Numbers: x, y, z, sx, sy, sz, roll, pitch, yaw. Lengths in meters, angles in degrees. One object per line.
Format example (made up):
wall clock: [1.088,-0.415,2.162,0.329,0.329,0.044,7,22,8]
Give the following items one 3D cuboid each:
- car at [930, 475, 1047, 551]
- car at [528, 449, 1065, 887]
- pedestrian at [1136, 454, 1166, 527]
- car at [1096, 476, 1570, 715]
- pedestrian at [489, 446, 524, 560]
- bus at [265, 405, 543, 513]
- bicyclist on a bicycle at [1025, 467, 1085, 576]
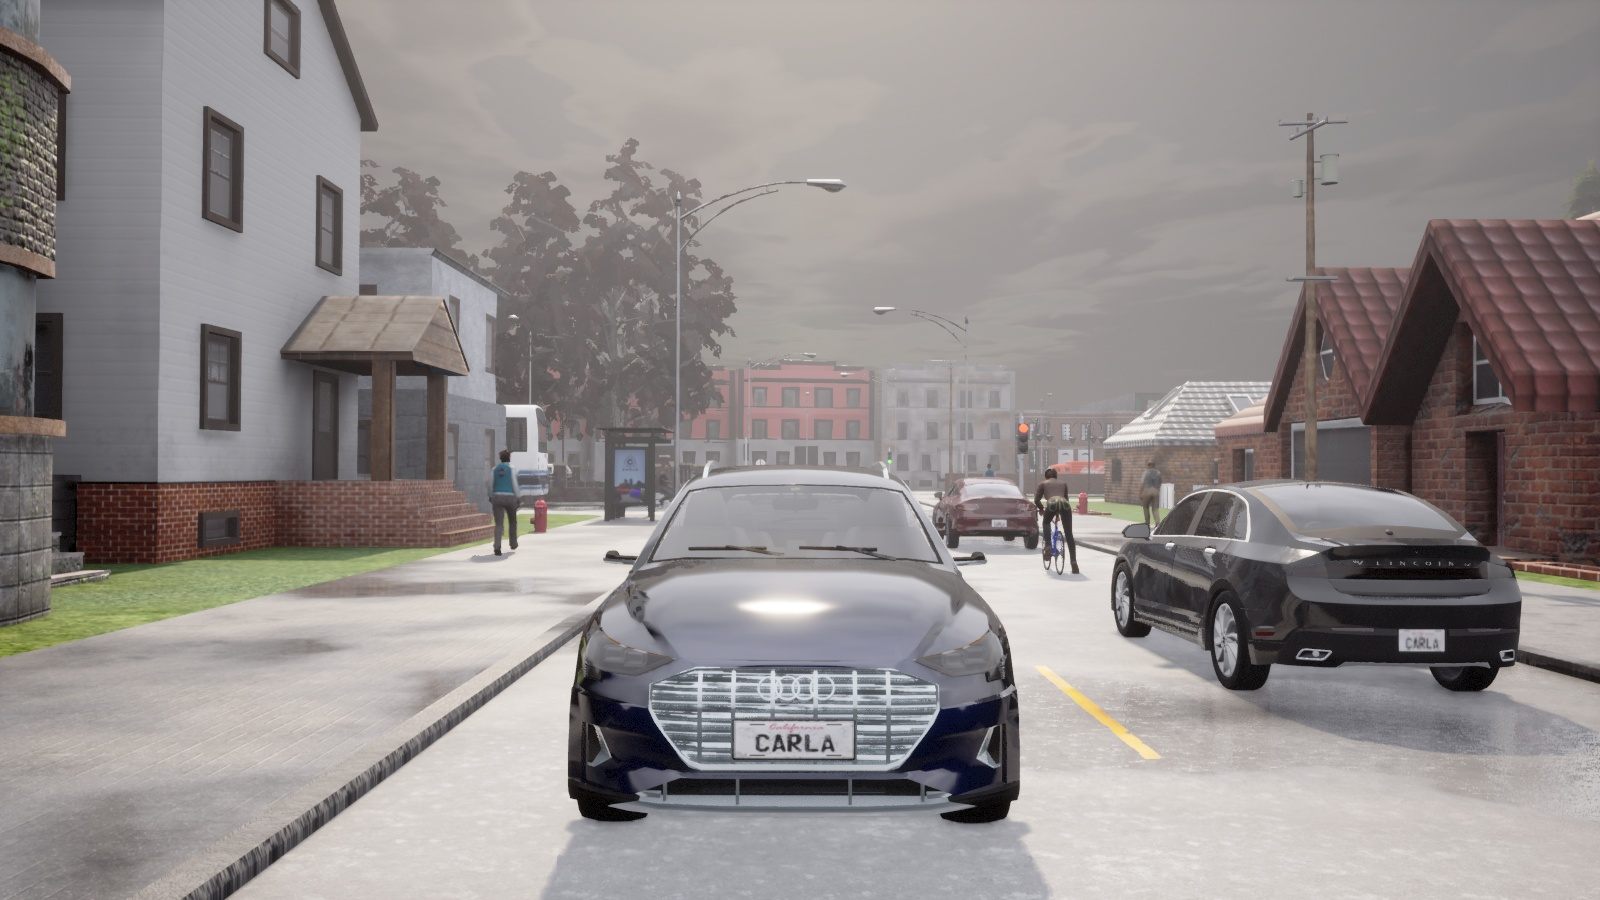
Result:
car: [3.920,1.274,26.825,1.812,1.442,4.674,0,-1,1]
car: [-0.020,0.865,7.198,2.033,1.649,4.856,0,-1,0]
pedestrian: [9.039,1.030,32.349,0.540,1.848,0.694,0,-1,-1]
car: [3.973,0.979,10.446,1.837,1.490,4.892,0,-1,0]
pedestrian: [-5.045,0.906,21.583,0.396,1.930,0.692,0,-1,5]
bus: [-16.065,0.369,51.740,10.273,4.253,3.944,0,-1,-4]
bicyclist on a bicycle: [3.948,1.079,19.545,0.582,1.620,1.656,0,-1,0]
